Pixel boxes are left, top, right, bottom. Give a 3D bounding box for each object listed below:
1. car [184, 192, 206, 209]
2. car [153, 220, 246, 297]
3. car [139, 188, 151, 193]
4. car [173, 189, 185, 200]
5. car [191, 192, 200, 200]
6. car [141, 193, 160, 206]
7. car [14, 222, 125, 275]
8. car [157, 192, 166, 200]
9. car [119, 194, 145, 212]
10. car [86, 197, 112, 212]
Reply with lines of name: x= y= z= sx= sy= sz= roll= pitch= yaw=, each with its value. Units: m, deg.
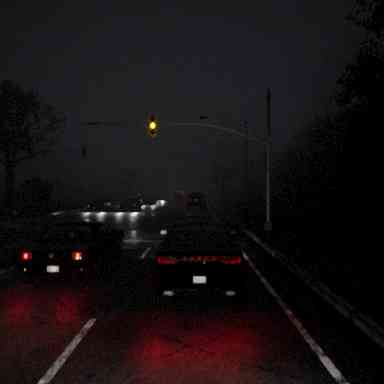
car: x=0.520 y=1.051 z=41.386 sx=2.150 sy=2.045 sz=5.566 roll=0 pitch=0 yaw=1
car: x=0.157 y=1.442 z=8.563 sx=1.882 sy=1.535 sz=5.008 roll=0 pitch=0 yaw=0
car: x=-9.751 y=0.326 z=69.327 sx=2.150 sy=2.045 sz=5.566 roll=0 pitch=3 yaw=1
car: x=-2.779 y=0.794 z=66.909 sx=2.033 sy=1.411 sz=5.357 roll=0 pitch=3 yaw=1
car: x=0.739 y=0.788 z=67.940 sx=1.895 sy=1.301 sz=4.718 roll=0 pitch=3 yaw=1
car: x=-6.546 y=1.314 z=51.280 sx=1.812 sy=1.442 sz=4.674 roll=0 pitch=0 yaw=1
car: x=-3.368 y=1.558 z=10.241 sx=1.895 sy=1.301 sz=4.718 roll=0 pitch=0 yaw=-1
car: x=-6.304 y=0.752 z=66.731 sx=2.128 sy=1.511 sz=4.902 roll=0 pitch=3 yaw=1
car: x=-6.733 y=1.353 z=36.614 sx=1.837 sy=1.490 sz=4.892 roll=0 pitch=1 yaw=1
car: x=-10.229 y=1.352 z=36.903 sx=1.837 sy=1.490 sz=4.892 roll=0 pitch=1 yaw=1
